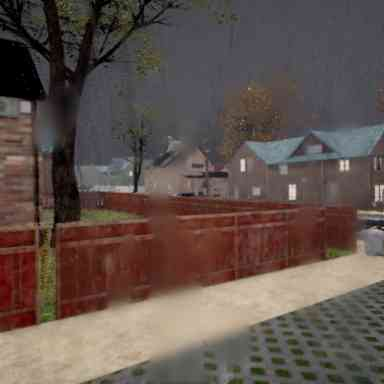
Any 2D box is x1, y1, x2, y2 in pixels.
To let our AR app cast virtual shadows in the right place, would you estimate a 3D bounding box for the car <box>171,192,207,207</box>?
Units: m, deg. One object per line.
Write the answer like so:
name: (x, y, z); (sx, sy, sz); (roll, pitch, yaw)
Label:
car: (-0.542, 0.754, 29.828); (1.812, 1.442, 4.674); (-2, 2, -36)
